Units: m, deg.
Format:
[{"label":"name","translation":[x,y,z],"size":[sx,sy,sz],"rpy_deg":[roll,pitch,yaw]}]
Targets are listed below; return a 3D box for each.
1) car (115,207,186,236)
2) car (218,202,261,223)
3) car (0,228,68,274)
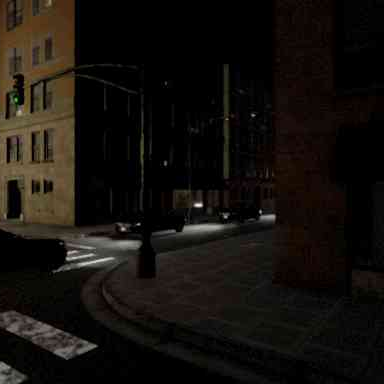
[{"label":"car","translation":[-2.117,1.590,18.470],"size":[1.812,1.442,4.674],"rpy_deg":[0,0,34]},{"label":"car","translation":[3.958,1.614,26.952],"size":[2.128,1.511,4.902],"rpy_deg":[0,0,36]},{"label":"car","translation":[-5.561,1.537,8.594],"size":[1.812,1.442,4.674],"rpy_deg":[0,0,35]}]
